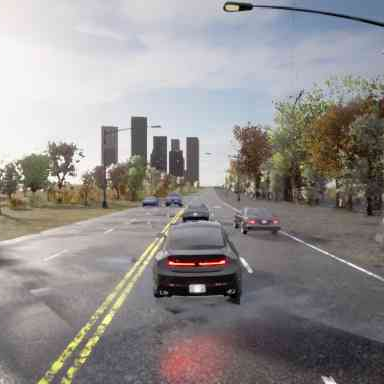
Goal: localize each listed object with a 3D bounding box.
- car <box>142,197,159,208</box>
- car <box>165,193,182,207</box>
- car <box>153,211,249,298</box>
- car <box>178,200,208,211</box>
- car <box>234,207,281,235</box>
[{"bbox_3d":[-5.874,1.406,47.334,1.882,1.535,5.008,0,0,2],"label":"car"},{"bbox_3d":[-2.577,1.150,48.511,2.150,2.045,5.566,0,0,2],"label":"car"},{"bbox_3d":[0.120,1.490,8.503,1.837,1.490,4.892,-1,1,1],"label":"car"},{"bbox_3d":[0.298,1.527,25.693,1.994,1.385,4.181,-1,1,2],"label":"car"},{"bbox_3d":[3.506,1.523,18.731,2.033,1.411,5.357,0,0,0],"label":"car"}]
